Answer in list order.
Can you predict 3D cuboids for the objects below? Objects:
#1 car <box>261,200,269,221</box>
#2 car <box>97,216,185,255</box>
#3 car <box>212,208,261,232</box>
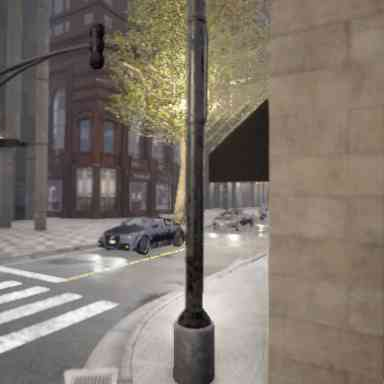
[{"bbox_3d":[8.321,1.741,32.555,2.150,2.045,5.566,0,-1,30],"label":"car"},{"bbox_3d":[-2.048,1.744,14.391,1.994,1.385,4.181,0,-1,30],"label":"car"},{"bbox_3d":[3.055,1.873,23.334,1.812,1.442,4.674,0,-1,30],"label":"car"}]
